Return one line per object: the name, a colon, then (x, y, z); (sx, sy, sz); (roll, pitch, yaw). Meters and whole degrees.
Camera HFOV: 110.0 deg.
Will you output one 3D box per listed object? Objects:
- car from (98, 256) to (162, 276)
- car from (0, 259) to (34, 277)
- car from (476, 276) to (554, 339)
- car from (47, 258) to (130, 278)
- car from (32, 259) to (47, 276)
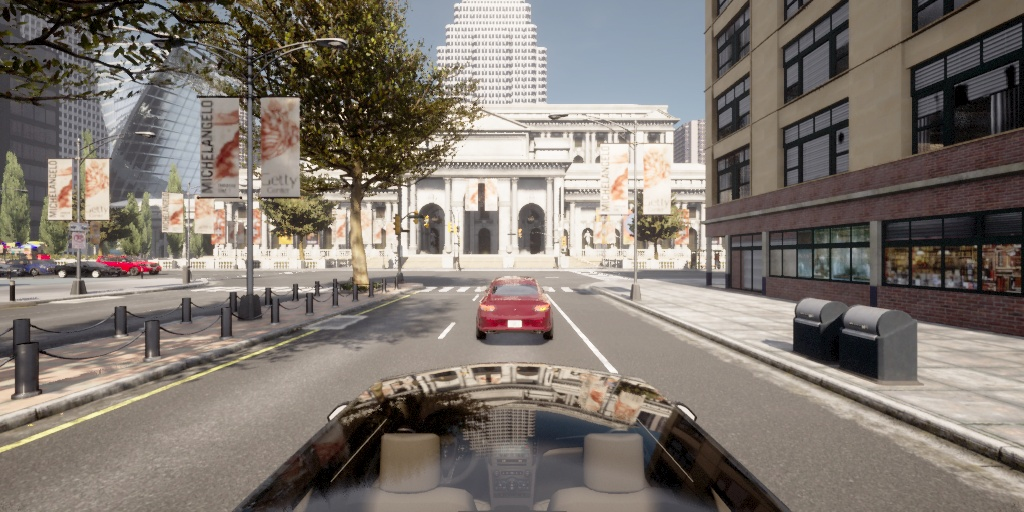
car: (-39.522, 0.971, 36.894); (5.566, 2.045, 2.150); (0, 0, 0)
car: (-48.334, 1.276, 33.358); (4.674, 1.442, 1.812); (0, 0, -1)
car: (0.076, 1.276, 9.924); (1.812, 1.442, 4.674); (0, 0, 0)
car: (-39.331, 1.228, 33.392); (5.008, 1.535, 1.882); (0, 0, 0)
car: (-49.141, 1.102, 36.831); (4.553, 1.767, 2.097); (0, 0, -1)
